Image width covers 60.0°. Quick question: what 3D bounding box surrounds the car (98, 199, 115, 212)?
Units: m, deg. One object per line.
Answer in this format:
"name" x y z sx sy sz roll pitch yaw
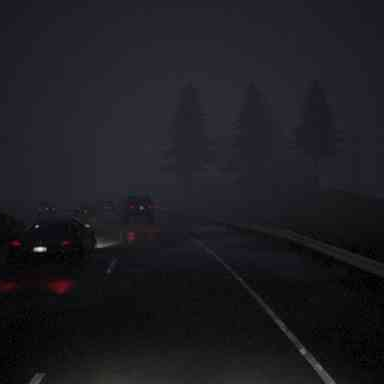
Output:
"car" -10.936 1.656 41.384 1.837 1.490 4.892 0 -1 -27

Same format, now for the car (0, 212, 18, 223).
"car" -8.498 1.536 13.769 1.882 1.535 5.008 0 0 -10

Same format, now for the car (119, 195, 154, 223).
"car" -4.514 1.309 26.562 2.150 2.045 5.566 0 -1 -19

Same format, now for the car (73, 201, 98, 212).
"car" -11.046 1.655 33.768 1.812 1.442 4.674 0 0 -23

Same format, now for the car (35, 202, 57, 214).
"car" -14.880 1.682 33.952 2.033 1.411 5.357 0 0 -25

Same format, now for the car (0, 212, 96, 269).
"car" -4.580 1.609 11.454 1.994 1.385 4.181 0 0 -7
